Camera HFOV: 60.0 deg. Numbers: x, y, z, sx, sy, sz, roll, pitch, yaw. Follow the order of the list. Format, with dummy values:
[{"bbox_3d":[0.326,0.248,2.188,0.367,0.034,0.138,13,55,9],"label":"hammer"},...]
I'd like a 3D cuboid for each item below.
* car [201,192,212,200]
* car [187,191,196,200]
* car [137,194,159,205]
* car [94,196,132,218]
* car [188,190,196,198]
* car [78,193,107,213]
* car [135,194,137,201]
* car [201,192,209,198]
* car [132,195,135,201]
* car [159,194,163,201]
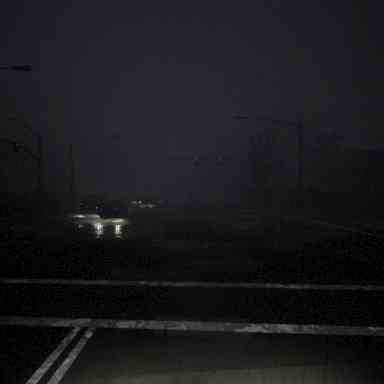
[{"bbox_3d":[3.416,1.049,72.917,1.895,1.301,4.718,0,1,0],"label":"car"},{"bbox_3d":[-0.075,0.999,72.682,2.033,1.411,5.357,0,1,0],"label":"car"},{"bbox_3d":[-7.159,1.316,54.468,2.033,1.411,5.357,0,1,0],"label":"car"},{"bbox_3d":[-7.134,1.453,30.609,1.882,1.535,5.008,0,0,0],"label":"car"},{"bbox_3d":[-0.108,0.505,87.758,2.097,1.767,4.553,0,1,0],"label":"car"},{"bbox_3d":[-10.644,1.170,36.427,2.150,2.045,5.566,0,0,0],"label":"car"},{"bbox_3d":[-10.602,1.139,66.548,1.994,1.385,4.181,0,1,1],"label":"car"},{"bbox_3d":[3.392,0.673,87.796,1.812,1.442,4.674,0,1,0],"label":"car"},{"bbox_3d":[-10.659,1.401,51.687,1.895,1.301,4.718,0,1,0],"label":"car"},{"bbox_3d":[-7.086,1.048,70.169,2.033,1.411,5.357,0,1,0],"label":"car"}]
